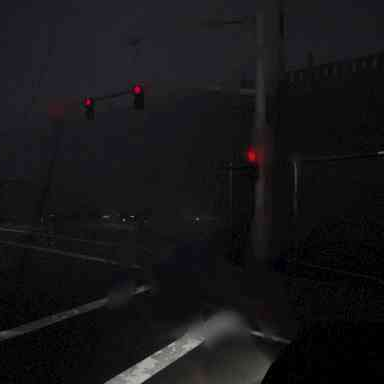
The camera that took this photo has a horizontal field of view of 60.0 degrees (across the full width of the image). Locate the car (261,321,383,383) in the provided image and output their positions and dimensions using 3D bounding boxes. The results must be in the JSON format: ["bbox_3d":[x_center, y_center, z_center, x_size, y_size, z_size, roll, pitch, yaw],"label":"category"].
[{"bbox_3d":[3.047,1.548,1.795,5.357,1.411,2.033,0,0,36],"label":"car"}]

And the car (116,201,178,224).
[{"bbox_3d":[-3.300,1.603,25.781,2.033,1.411,5.357,0,0,35],"label":"car"}]

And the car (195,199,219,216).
[{"bbox_3d":[2.533,1.603,33.993,2.033,1.411,5.357,0,0,35],"label":"car"}]

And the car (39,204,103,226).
[{"bbox_3d":[-8.702,1.581,24.254,1.812,1.442,4.674,0,0,37],"label":"car"}]

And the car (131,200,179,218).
[{"bbox_3d":[-3.414,1.581,31.655,1.812,1.442,4.674,0,0,36],"label":"car"}]

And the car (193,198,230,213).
[{"bbox_3d":[2.363,1.547,39.794,2.128,1.511,4.902,0,0,35],"label":"car"}]
